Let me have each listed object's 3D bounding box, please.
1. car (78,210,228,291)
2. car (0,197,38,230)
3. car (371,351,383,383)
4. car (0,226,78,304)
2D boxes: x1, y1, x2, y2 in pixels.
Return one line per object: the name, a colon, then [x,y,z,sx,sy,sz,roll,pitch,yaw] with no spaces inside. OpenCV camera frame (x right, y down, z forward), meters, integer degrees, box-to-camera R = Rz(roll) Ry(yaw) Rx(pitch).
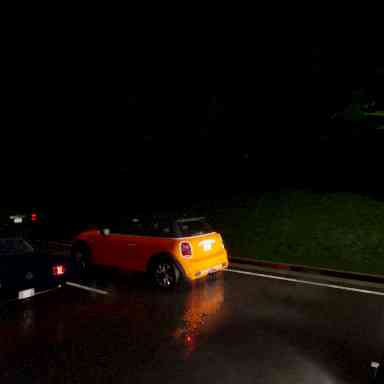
car: [-1.355,1.352,9.263,4.553,1.767,2.097,0,0,36]
car: [-9.102,1.222,14.788,5.566,2.045,2.150,0,0,36]
car: [3.691,1.547,1.353,5.357,1.411,2.033,0,0,35]
car: [-4.881,1.601,7.476,4.718,1.301,1.895,0,0,35]
